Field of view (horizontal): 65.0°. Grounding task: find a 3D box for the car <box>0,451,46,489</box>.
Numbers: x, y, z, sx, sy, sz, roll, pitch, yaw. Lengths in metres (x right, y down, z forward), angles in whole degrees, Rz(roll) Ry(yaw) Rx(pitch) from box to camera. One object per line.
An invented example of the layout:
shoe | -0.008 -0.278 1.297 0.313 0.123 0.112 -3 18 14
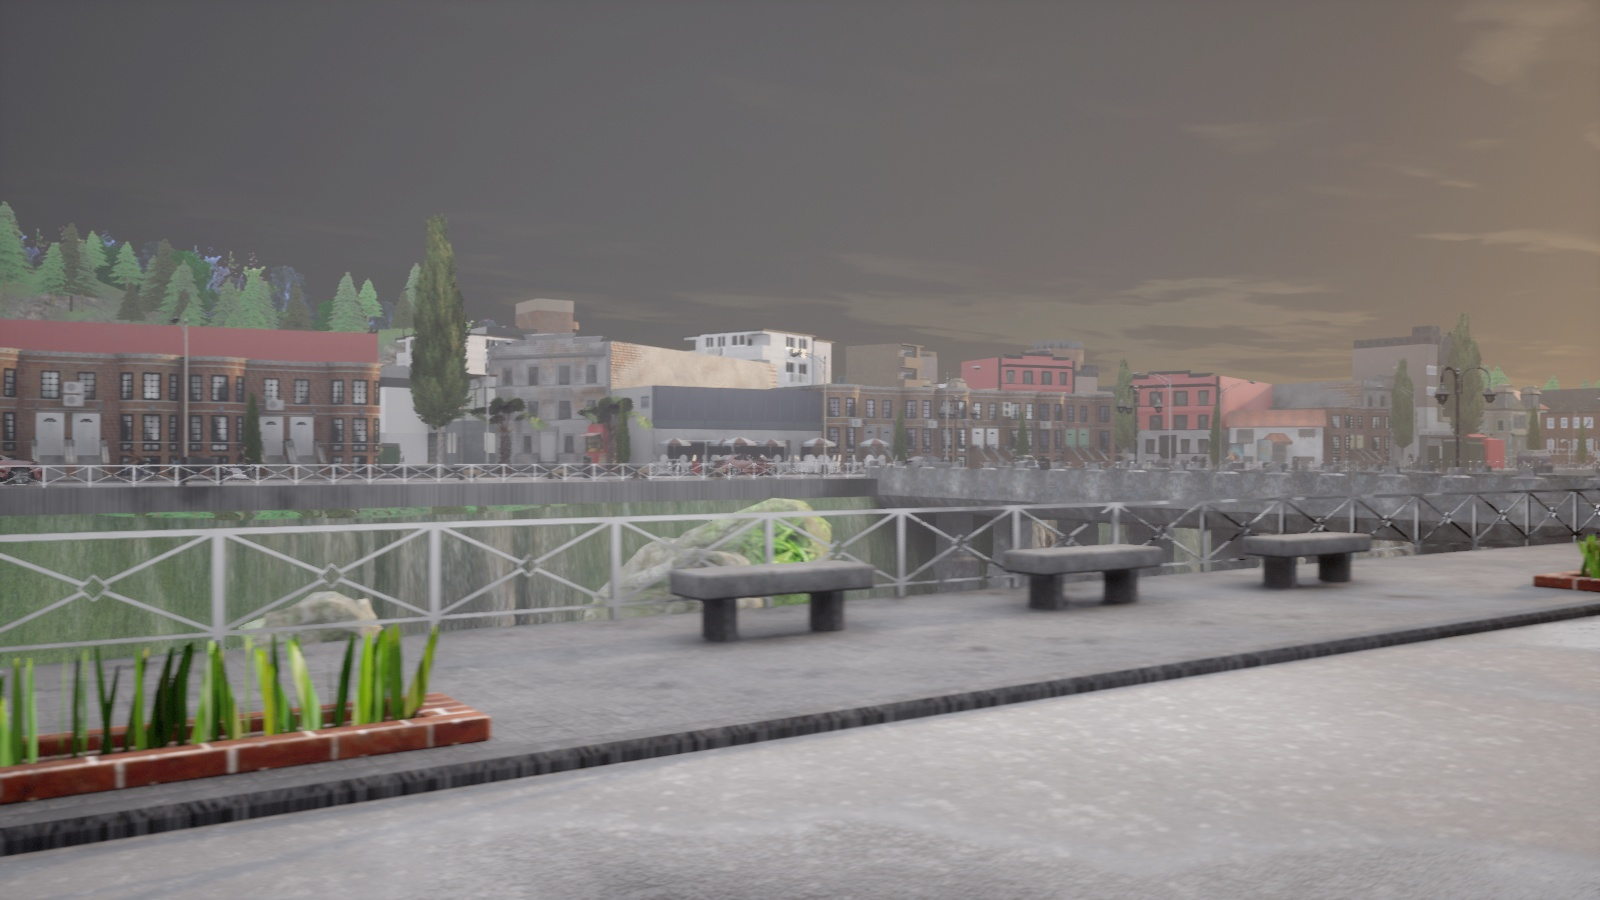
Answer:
car | -35.662 0.878 54.543 4.856 1.649 2.033 0 0 -34

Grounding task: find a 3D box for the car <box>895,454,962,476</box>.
car | 8.688 0.991 84.789 4.181 1.385 1.994 0 0 -33

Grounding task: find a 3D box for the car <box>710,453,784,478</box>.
car | -3.223 0.946 76.661 4.193 1.474 1.816 0 0 -34

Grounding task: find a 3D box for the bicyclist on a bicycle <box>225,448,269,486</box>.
bicyclist on a bicycle | -26.709 0.814 60.649 1.843 1.776 0.659 0 0 -34
